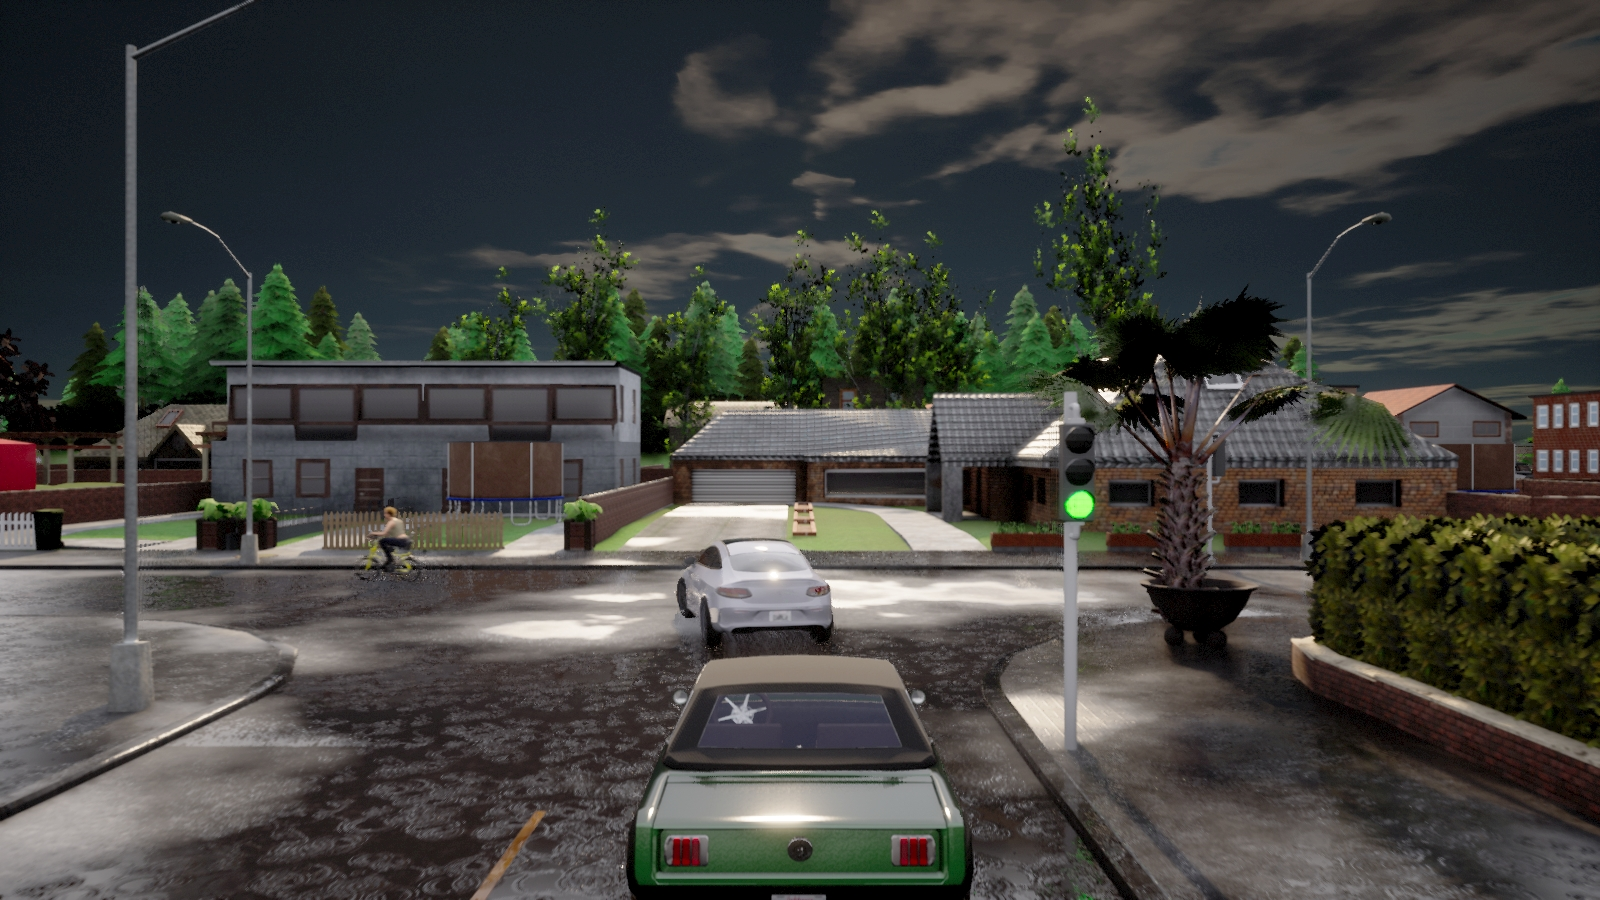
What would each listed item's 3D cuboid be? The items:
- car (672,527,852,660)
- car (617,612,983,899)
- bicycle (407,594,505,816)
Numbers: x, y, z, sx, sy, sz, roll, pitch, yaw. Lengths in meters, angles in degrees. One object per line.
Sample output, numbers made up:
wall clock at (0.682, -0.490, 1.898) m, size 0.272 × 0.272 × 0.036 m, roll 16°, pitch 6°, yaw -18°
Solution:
car at (-0.748, 2.081, 17.709) m, size 2.002 × 1.442 × 4.674 m, roll 0°, pitch 0°, yaw -12°
car at (-0.005, 2.155, 8.262) m, size 1.895 × 1.301 × 4.718 m, roll 0°, pitch 0°, yaw 0°
bicycle at (-2.856, 2.059, 9.620) m, size 0.329 × 1.471 × 1.835 m, roll 0°, pitch -1°, yaw -2°
